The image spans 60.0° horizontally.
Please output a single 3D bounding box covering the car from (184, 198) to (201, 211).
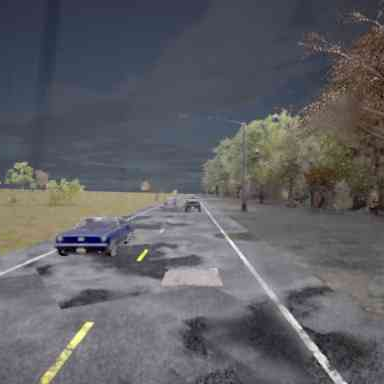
[{"bbox_3d":[0.097,1.509,40.200,1.837,1.490,4.892,0,0,0],"label":"car"}]

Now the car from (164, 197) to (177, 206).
[{"bbox_3d":[-3.558,1.527,55.264,1.812,1.442,4.674,0,0,0],"label":"car"}]

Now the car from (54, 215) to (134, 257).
[{"bbox_3d":[-3.602,1.605,13.010,1.895,1.301,4.718,0,0,0],"label":"car"}]
